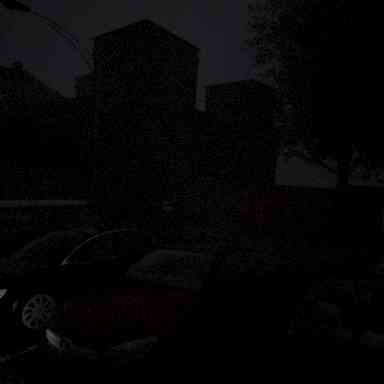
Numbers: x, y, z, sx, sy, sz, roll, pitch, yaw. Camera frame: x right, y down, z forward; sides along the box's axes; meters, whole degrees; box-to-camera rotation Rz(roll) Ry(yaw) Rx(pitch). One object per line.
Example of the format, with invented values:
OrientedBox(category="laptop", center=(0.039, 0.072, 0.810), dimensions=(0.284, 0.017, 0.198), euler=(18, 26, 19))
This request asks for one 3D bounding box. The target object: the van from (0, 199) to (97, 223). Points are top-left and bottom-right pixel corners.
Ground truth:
OrientedBox(category="van", center=(-4.579, 1.186, 8.409), dimensions=(1.878, 1.987, 4.442), euler=(1, 1, 36))

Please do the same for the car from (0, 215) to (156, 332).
OrientedBox(category="car", center=(-2.236, 1.439, 6.887), dimensions=(2.231, 1.521, 4.892), euler=(1, 0, 36))

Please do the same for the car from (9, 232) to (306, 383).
OrientedBox(category="car", center=(0.033, 1.499, 5.263), dimensions=(2.002, 1.452, 4.674), euler=(1, 0, 36))
